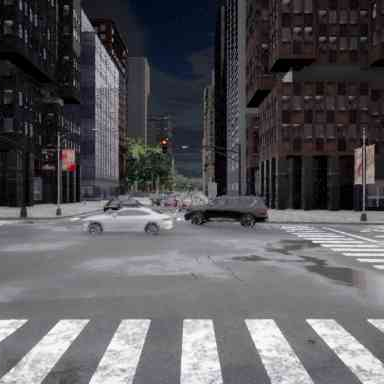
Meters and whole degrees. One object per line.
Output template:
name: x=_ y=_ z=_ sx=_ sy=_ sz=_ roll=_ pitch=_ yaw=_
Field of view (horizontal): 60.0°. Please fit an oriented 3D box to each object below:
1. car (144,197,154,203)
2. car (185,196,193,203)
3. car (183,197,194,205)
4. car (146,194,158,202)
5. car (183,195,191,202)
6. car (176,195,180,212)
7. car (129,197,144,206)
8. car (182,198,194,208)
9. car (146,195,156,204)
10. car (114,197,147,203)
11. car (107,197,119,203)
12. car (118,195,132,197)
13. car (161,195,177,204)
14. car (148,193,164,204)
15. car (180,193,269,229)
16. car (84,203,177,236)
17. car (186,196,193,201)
car: x=-9.216 y=1.668 z=71.527 sx=1.802 sy=1.307 sz=4.206 roll=0 pitch=0 yaw=0
car: x=-0.692 y=1.612 z=71.727 sx=1.752 sy=1.417 sz=4.829 roll=0 pitch=0 yaw=0
car: x=-0.640 y=1.603 z=60.707 sx=1.887 sy=1.381 sz=4.507 roll=0 pitch=0 yaw=0
car: x=-9.243 y=1.417 z=76.953 sx=2.192 sy=1.841 sz=5.009 roll=0 pitch=0 yaw=0
car: x=-1.148 y=1.622 z=82.680 sx=1.837 sy=1.490 sz=4.892 roll=0 pitch=0 yaw=0
car: x=-0.539 y=1.448 z=39.008 sx=1.967 sy=1.590 sz=4.097 roll=0 pitch=0 yaw=0
car: x=-9.139 y=1.570 z=55.078 sx=1.752 sy=1.417 sz=4.829 roll=0 pitch=0 yaw=0
car: x=-0.589 y=1.614 z=49.857 sx=1.802 sy=1.307 sz=4.206 roll=0 pitch=0 yaw=0
car: x=-6.427 y=1.548 z=45.327 sx=1.812 sy=1.442 sz=4.674 roll=0 pitch=0 yaw=0
car: x=-6.380 y=1.547 z=35.101 sx=2.033 sy=1.411 sz=5.357 roll=0 pitch=0 yaw=0
car: x=-9.064 y=1.574 z=38.971 sx=1.947 sy=1.339 sz=4.313 roll=0 pitch=0 yaw=0
car: x=-9.090 y=1.335 z=44.397 sx=2.192 sy=1.841 sz=5.009 roll=0 pitch=0 yaw=0
car: x=-3.261 y=1.602 z=52.489 sx=1.994 sy=1.385 sz=4.181 roll=0 pitch=0 yaw=0
car: x=-6.465 y=1.268 z=55.970 sx=2.150 sy=2.045 sz=5.566 roll=0 pitch=0 yaw=0
car: x=2.349 y=1.274 z=22.338 sx=5.566 sy=2.045 sz=2.150 roll=1 pitch=1 yaw=16
car: x=-3.310 y=1.502 z=17.614 sx=4.674 sy=1.442 sz=1.812 roll=1 pitch=0 yaw=0
car: x=-0.794 y=1.695 z=93.257 sx=1.887 sy=1.381 sz=4.507 roll=0 pitch=0 yaw=0
